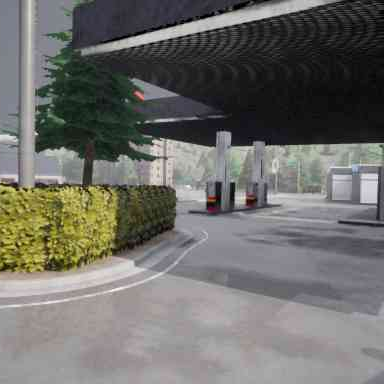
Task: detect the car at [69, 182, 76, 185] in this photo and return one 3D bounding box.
[{"bbox_3d":[-25.395,-1.278,68.053,4.605,1.855,1.932,2,2,35],"label":"car"}]

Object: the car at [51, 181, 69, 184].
[{"bbox_3d":[-26.734,-1.251,65.441,3.866,1.878,1.905,2,2,35],"label":"car"}]

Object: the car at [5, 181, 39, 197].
[{"bbox_3d":[-21.727,-0.457,42.412,4.605,1.855,1.932,2,2,35],"label":"car"}]

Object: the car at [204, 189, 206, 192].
[{"bbox_3d":[4.930,-0.335,65.577,5.027,1.636,2.152,2,2,35],"label":"car"}]

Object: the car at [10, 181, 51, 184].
[{"bbox_3d":[-17.196,-0.173,35.193,3.866,1.878,1.905,2,2,35],"label":"car"}]
